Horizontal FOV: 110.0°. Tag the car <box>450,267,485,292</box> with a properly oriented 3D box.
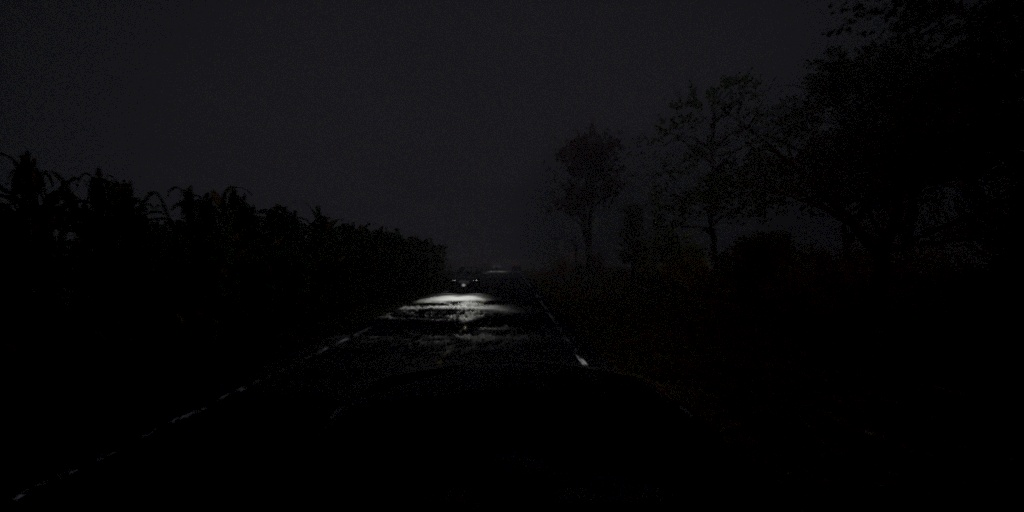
[{"bbox_3d":[-2.846,1.478,23.605,2.128,1.511,4.902,0,-1,0],"label":"car"}]
